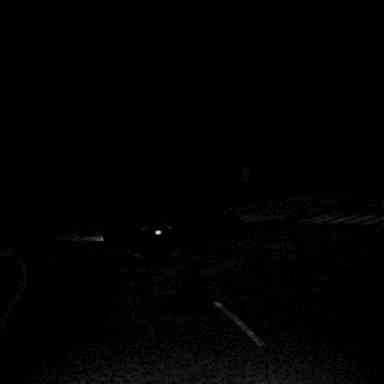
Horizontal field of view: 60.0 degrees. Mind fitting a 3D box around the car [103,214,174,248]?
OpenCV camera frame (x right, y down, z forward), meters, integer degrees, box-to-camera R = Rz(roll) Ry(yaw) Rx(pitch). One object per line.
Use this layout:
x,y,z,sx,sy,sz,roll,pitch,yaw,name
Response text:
-2.634,1.750,15.777,1.994,1.385,4.181,1,-2,-37,car
